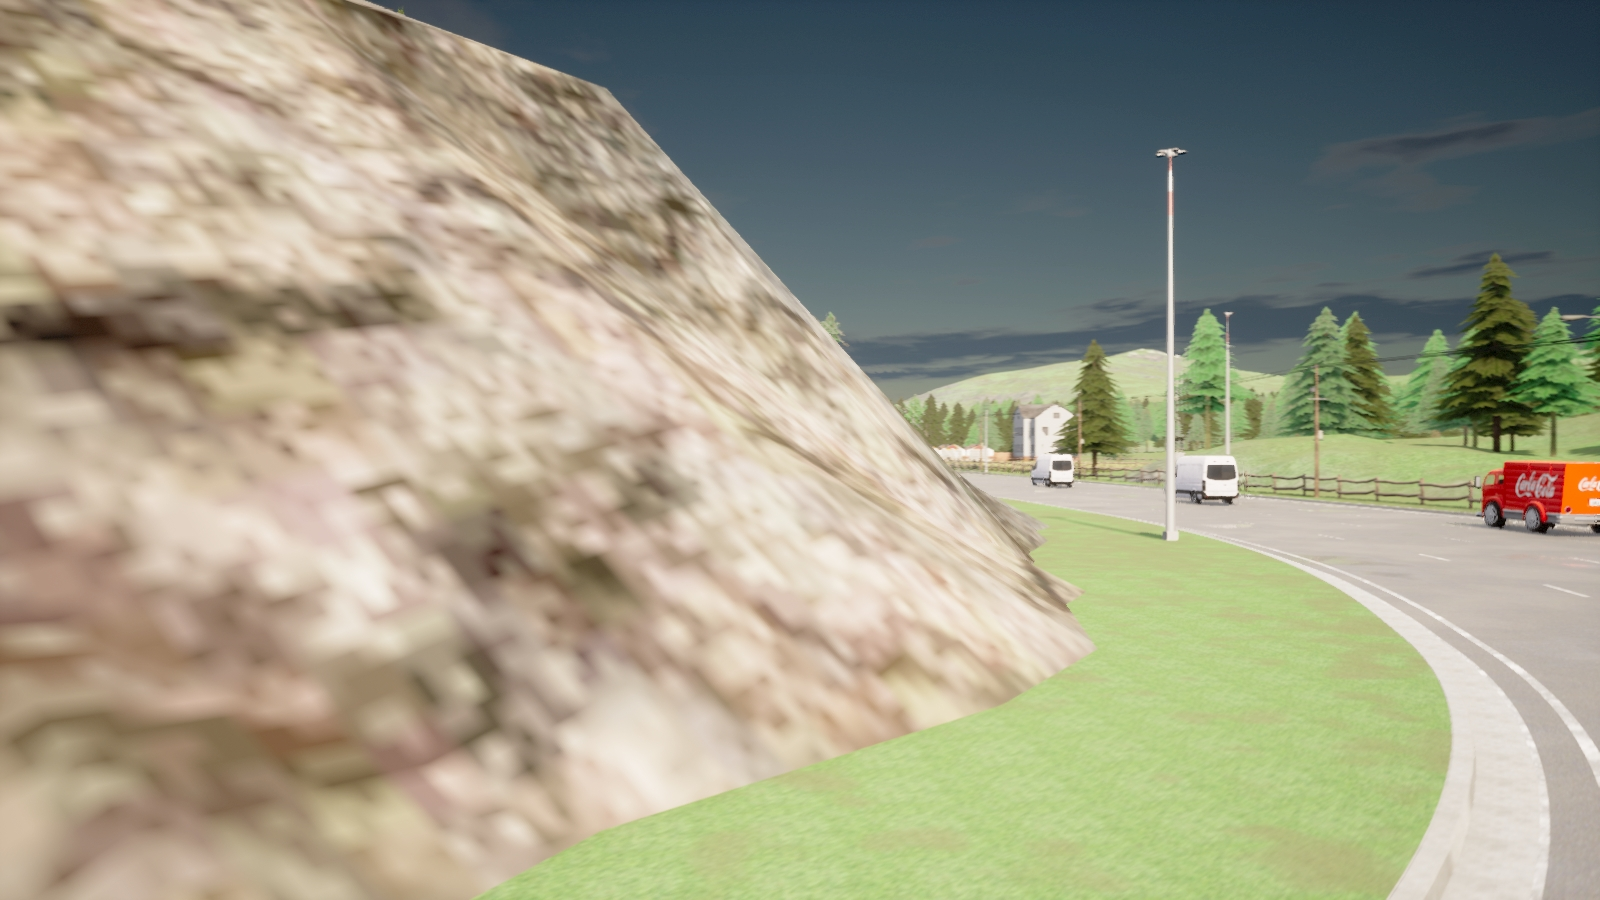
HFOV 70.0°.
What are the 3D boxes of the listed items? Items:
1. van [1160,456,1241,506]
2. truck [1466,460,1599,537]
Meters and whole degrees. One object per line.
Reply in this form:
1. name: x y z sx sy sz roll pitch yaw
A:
1. van: 21.613 1.597 61.927 1.988 2.561 5.915 0 0 -4
2. truck: 26.096 1.610 39.939 2.627 2.467 5.204 0 0 1
